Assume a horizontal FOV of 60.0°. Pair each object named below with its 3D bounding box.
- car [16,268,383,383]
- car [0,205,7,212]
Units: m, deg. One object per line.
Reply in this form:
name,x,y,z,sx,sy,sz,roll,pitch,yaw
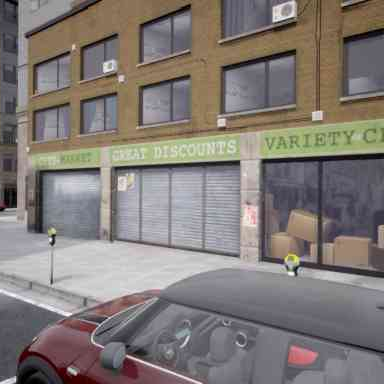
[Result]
car,0.240,1.440,2.894,4.097,1.590,1.967,0,1,35
car,-19.429,1.458,29.774,1.895,1.301,4.718,1,1,34
